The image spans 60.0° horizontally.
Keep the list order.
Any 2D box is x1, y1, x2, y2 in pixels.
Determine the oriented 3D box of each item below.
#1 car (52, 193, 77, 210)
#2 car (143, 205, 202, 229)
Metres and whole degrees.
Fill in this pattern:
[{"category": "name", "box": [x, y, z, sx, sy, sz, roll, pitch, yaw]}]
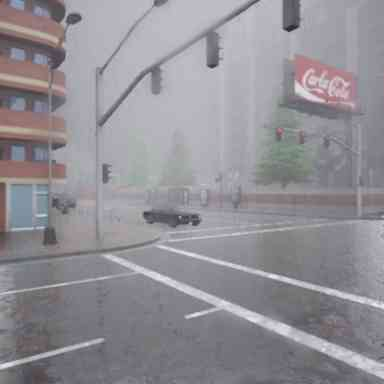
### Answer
[{"category": "car", "box": [-16.814, 1.173, 43.341, 2.150, 2.045, 5.566, 0, 0, -36]}, {"category": "car", "box": [-1.371, 1.571, 21.928, 1.895, 1.301, 4.718, 0, 0, -36]}]
